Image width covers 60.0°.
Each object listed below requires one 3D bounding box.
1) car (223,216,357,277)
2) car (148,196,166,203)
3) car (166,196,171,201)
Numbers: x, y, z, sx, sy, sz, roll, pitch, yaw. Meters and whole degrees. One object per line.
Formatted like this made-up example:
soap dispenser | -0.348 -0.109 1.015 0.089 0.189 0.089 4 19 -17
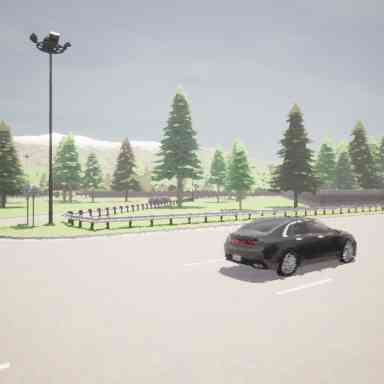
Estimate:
car | 3.166 1.506 10.287 4.892 1.490 1.837 0 0 -35
car | -6.564 1.495 59.646 2.128 1.511 4.902 0 0 6
car | -5.587 1.529 69.768 1.812 1.442 4.674 0 0 5
